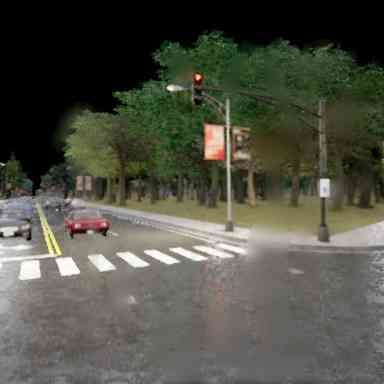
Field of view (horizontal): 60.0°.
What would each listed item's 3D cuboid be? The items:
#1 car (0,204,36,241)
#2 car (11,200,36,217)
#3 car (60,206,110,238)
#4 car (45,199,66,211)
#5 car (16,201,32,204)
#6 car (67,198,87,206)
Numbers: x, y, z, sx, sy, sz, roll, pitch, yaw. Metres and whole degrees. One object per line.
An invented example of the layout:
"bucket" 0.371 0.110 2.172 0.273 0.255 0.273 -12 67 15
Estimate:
"car" -9.055 1.580 16.776 2.128 1.511 4.902 -1 0 -26
"car" -17.356 1.666 34.465 2.128 1.511 4.902 -1 0 -25
"car" -5.875 1.660 18.133 1.895 1.301 4.718 -1 0 -26
"car" -18.747 1.693 44.966 2.128 1.511 4.902 -1 0 -25
"car" -13.067 1.606 25.283 1.882 1.535 5.008 -1 0 -25
"car" -15.917 1.701 46.581 1.812 1.442 4.674 -1 0 -25
